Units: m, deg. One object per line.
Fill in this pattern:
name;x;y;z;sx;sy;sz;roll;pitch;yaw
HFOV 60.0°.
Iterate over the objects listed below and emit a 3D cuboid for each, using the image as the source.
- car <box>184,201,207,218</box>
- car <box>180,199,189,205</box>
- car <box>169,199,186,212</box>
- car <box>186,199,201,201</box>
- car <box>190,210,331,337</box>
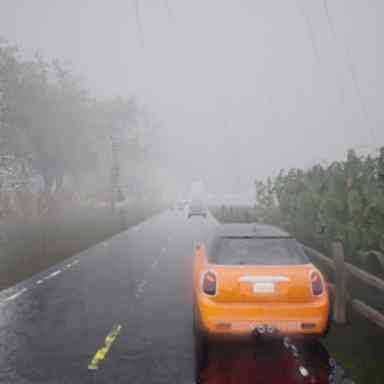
car;0.528;1.926;34.310;2.033;1.411;5.357;0;-1;1
car;-1.727;2.367;78.938;1.882;1.535;5.008;0;-1;1
car;-2.131;2.024;47.210;2.128;1.511;4.902;0;-1;1
car;0.648;1.848;44.961;2.097;1.767;4.553;0;-1;1
car;1.068;1.424;6.937;2.097;1.767;4.553;0;-1;1
